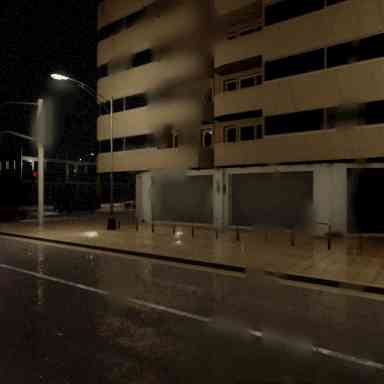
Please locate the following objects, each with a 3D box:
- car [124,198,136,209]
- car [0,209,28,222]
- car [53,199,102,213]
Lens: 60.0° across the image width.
[{"bbox_3d":[-7.140,1.476,45.770,1.882,1.535,5.008,0,0,36],"label":"car"},{"bbox_3d":[-14.387,1.600,23.717,1.895,1.301,4.718,0,0,36],"label":"car"},{"bbox_3d":[-12.928,1.546,37.874,2.033,1.411,5.357,0,0,37],"label":"car"}]
